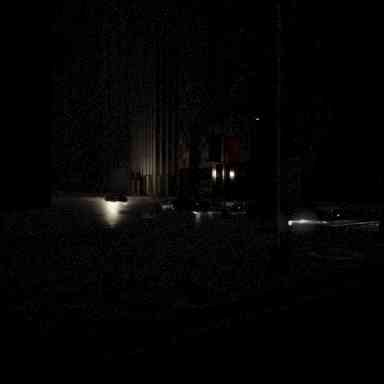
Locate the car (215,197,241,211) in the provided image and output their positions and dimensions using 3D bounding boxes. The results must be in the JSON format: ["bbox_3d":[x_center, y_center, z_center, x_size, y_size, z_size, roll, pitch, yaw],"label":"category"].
[{"bbox_3d":[3.456,1.255,34.969,1.895,1.301,4.718,0,1,-35],"label":"car"}]

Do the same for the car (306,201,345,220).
[{"bbox_3d":[9.535,1.390,26.365,1.895,1.301,4.718,0,1,-36],"label":"car"}]

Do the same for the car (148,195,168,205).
[{"bbox_3d":[-4.215,1.087,45.879,1.895,1.301,4.718,0,1,-35],"label":"car"}]

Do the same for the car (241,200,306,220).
[{"bbox_3d":[6.130,1.325,25.528,1.994,1.385,4.181,0,1,-36],"label":"car"}]

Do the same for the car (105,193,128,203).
[{"bbox_3d":[-11.594,0.919,50.798,2.033,1.411,5.357,0,1,-35],"label":"car"}]

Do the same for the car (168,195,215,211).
[{"bbox_3d":[-0.141,1.100,34.433,1.882,1.535,5.008,0,0,-35],"label":"car"}]
